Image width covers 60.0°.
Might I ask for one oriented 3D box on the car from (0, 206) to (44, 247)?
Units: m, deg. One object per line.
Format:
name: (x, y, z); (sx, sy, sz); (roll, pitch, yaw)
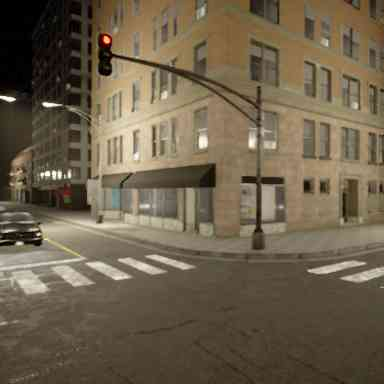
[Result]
car: (-7.979, 1.581, 14.956); (2.033, 1.411, 5.357); (0, 0, -32)
